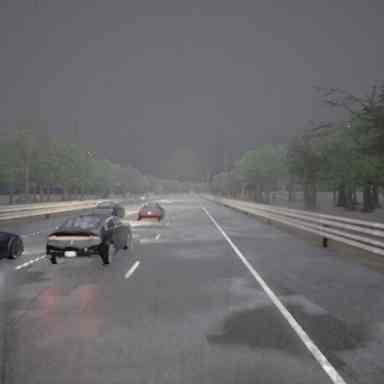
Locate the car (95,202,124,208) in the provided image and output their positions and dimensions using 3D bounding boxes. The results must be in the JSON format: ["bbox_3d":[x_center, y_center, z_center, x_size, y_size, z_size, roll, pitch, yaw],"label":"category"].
[{"bbox_3d":[-6.892,1.578,27.885,2.128,1.511,4.902,0,0,0],"label":"car"}]

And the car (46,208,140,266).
[{"bbox_3d":[-3.396,1.528,11.723,2.128,1.511,4.902,0,0,0],"label":"car"}]

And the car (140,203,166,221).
[{"bbox_3d":[-3.390,1.652,28.471,1.994,1.385,4.181,0,0,0],"label":"car"}]

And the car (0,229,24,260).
[{"bbox_3d":[-6.897,1.595,9.979,1.994,1.385,4.181,0,0,0],"label":"car"}]
